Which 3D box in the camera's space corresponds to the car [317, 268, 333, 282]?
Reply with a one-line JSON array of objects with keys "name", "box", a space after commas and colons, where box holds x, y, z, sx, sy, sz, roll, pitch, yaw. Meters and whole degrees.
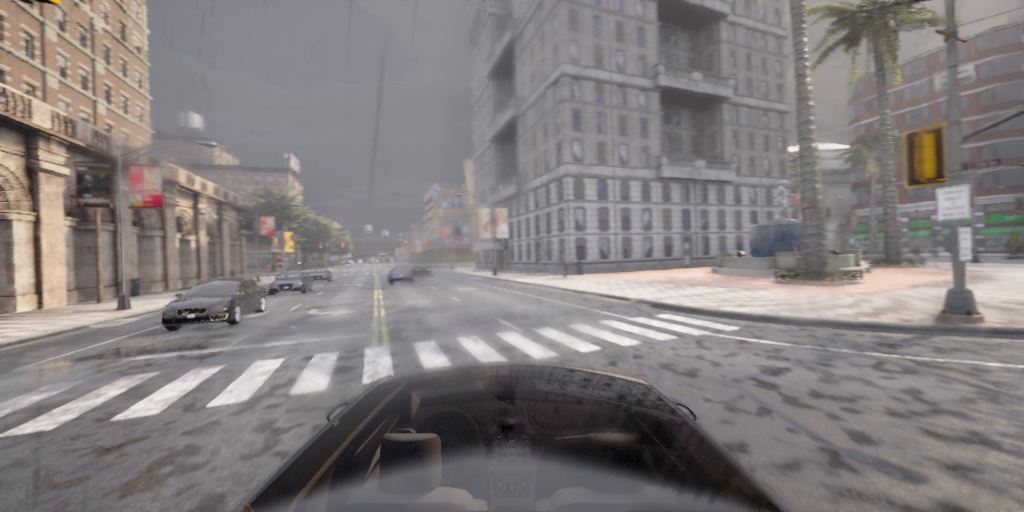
[{"name": "car", "box": [-19.284, 1.933, 36.201, 1.994, 1.385, 4.181, -2, 0, -21]}]

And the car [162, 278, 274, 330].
[{"name": "car", "box": [-10.562, 1.598, 13.111, 1.837, 1.490, 4.892, -2, 0, -21]}]

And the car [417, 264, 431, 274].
[{"name": "car", "box": [-11.641, 1.711, 45.921, 1.895, 1.301, 4.718, -2, 0, -21]}]

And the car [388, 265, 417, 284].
[{"name": "car", "box": [-9.856, 1.623, 31.618, 1.994, 1.385, 4.181, -2, 0, -21]}]

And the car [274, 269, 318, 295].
[{"name": "car", "box": [-14.686, 1.787, 24.048, 1.994, 1.385, 4.181, -2, 0, -20]}]

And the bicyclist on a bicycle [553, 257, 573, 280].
[{"name": "bicyclist on a bicycle", "box": [3.729, 0.913, 26.130, 1.656, 1.620, 0.582, -2, 0, -21]}]
